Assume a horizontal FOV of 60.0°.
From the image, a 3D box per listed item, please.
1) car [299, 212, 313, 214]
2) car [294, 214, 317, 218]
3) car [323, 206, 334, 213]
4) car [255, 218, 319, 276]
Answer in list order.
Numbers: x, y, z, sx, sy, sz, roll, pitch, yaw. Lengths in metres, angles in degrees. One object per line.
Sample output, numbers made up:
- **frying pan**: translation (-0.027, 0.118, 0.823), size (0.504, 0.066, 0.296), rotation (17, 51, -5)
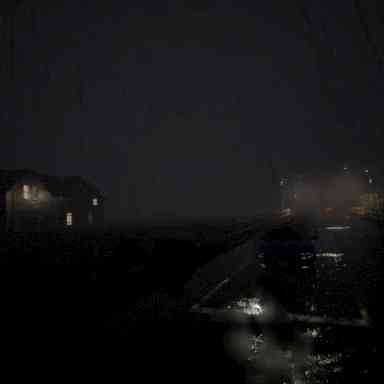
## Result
- **car**: translation (10.612, 2.637, 30.947), size (1.812, 1.442, 4.674), rotation (-3, -3, 21)
- **car**: translation (7.097, 2.355, 21.624), size (1.994, 1.385, 4.181), rotation (-3, -3, 20)
- **car**: translation (33.130, 4.086, 80.652), size (2.097, 1.767, 4.553), rotation (-3, -3, 20)
- **car**: translation (3.578, 1.949, 12.283), size (1.882, 1.535, 5.008), rotation (-3, -3, 21)
